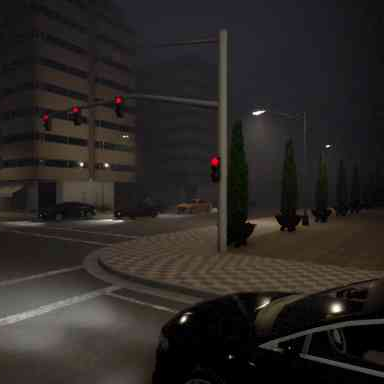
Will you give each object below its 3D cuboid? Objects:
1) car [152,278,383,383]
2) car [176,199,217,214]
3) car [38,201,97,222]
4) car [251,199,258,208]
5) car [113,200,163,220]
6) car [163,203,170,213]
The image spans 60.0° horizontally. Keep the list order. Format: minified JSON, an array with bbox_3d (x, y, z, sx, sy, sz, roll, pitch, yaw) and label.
[{"bbox_3d":[1.834,1.492,2.665,4.902,1.511,2.128,0,0,36],"label":"car"},{"bbox_3d":[0.300,1.533,36.359,1.882,1.535,5.008,0,0,35],"label":"car"},{"bbox_3d":[-10.226,1.560,27.528,1.837,1.490,4.892,0,0,35],"label":"car"},{"bbox_3d":[7.532,1.547,46.567,2.128,1.511,4.902,0,0,35],"label":"car"},{"bbox_3d":[-4.851,1.619,29.072,1.994,1.385,4.181,0,0,35],"label":"car"},{"bbox_3d":[-4.605,1.603,35.485,2.033,1.411,5.357,0,0,35],"label":"car"}]
